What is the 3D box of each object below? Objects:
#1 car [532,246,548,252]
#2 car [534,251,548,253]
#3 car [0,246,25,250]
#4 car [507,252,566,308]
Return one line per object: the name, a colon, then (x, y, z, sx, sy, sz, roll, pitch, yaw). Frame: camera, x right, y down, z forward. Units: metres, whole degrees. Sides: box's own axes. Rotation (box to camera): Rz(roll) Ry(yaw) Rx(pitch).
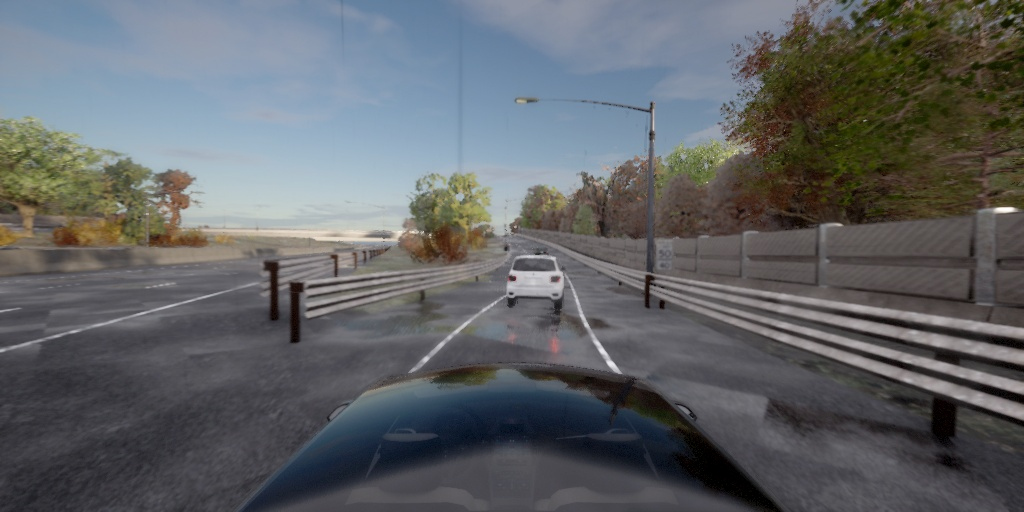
car: (4.449, -0.537, 56.278, 2.150, 2.045, 5.566, 1, 4, 0)
car: (4.112, 0.461, 46.623, 1.994, 1.385, 4.181, 1, 3, 2)
car: (-44.287, -0.076, 30.889, 1.882, 1.535, 5.008, 0, 1, -18)
car: (1.127, 1.001, 15.617, 2.150, 2.045, 5.566, 1, 0, 8)
